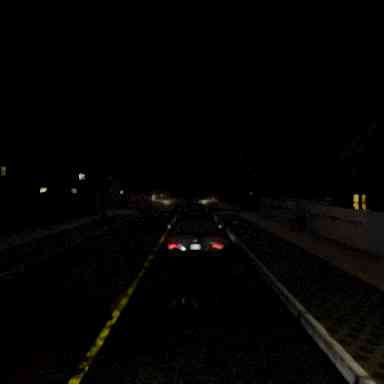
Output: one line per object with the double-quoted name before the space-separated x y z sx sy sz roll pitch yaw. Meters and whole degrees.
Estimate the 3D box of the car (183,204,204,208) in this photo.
"car" 0.092 1.464 21.967 2.033 1.411 5.357 0 0 0

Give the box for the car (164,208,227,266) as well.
"car" 0.095 1.501 11.365 2.033 1.411 5.357 0 0 0
